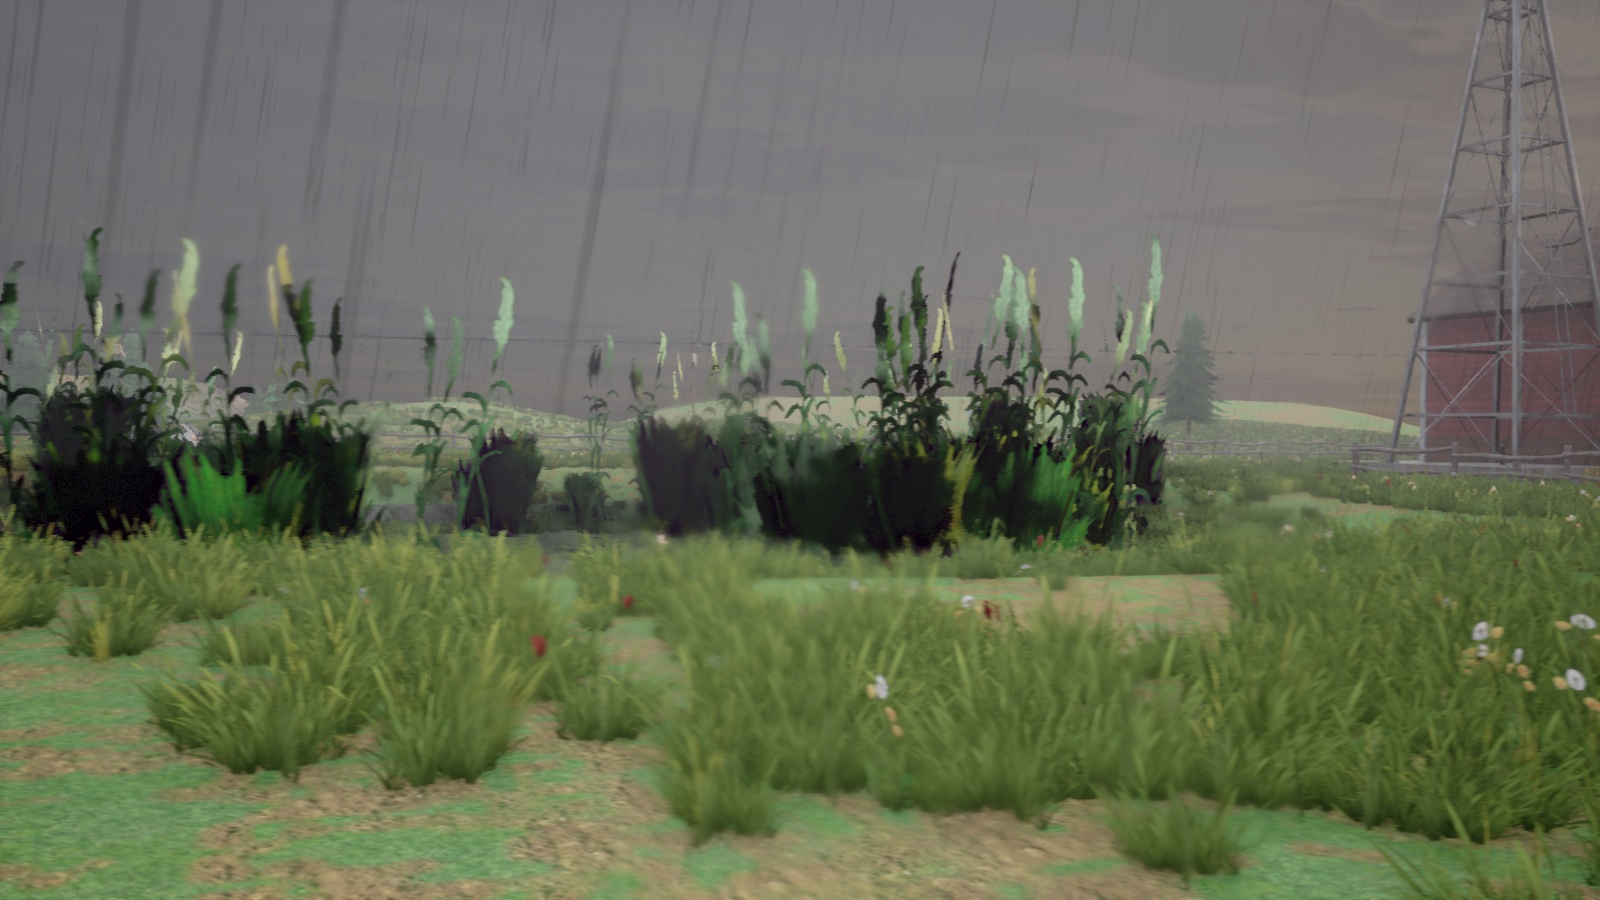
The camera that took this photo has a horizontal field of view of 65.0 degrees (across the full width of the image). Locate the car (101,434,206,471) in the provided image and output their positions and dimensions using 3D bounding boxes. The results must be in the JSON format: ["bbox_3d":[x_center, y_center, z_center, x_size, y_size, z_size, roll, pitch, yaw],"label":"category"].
[{"bbox_3d":[-29.740,0.076,57.901,3.988,1.617,1.851,-1,1,-15],"label":"car"}]
